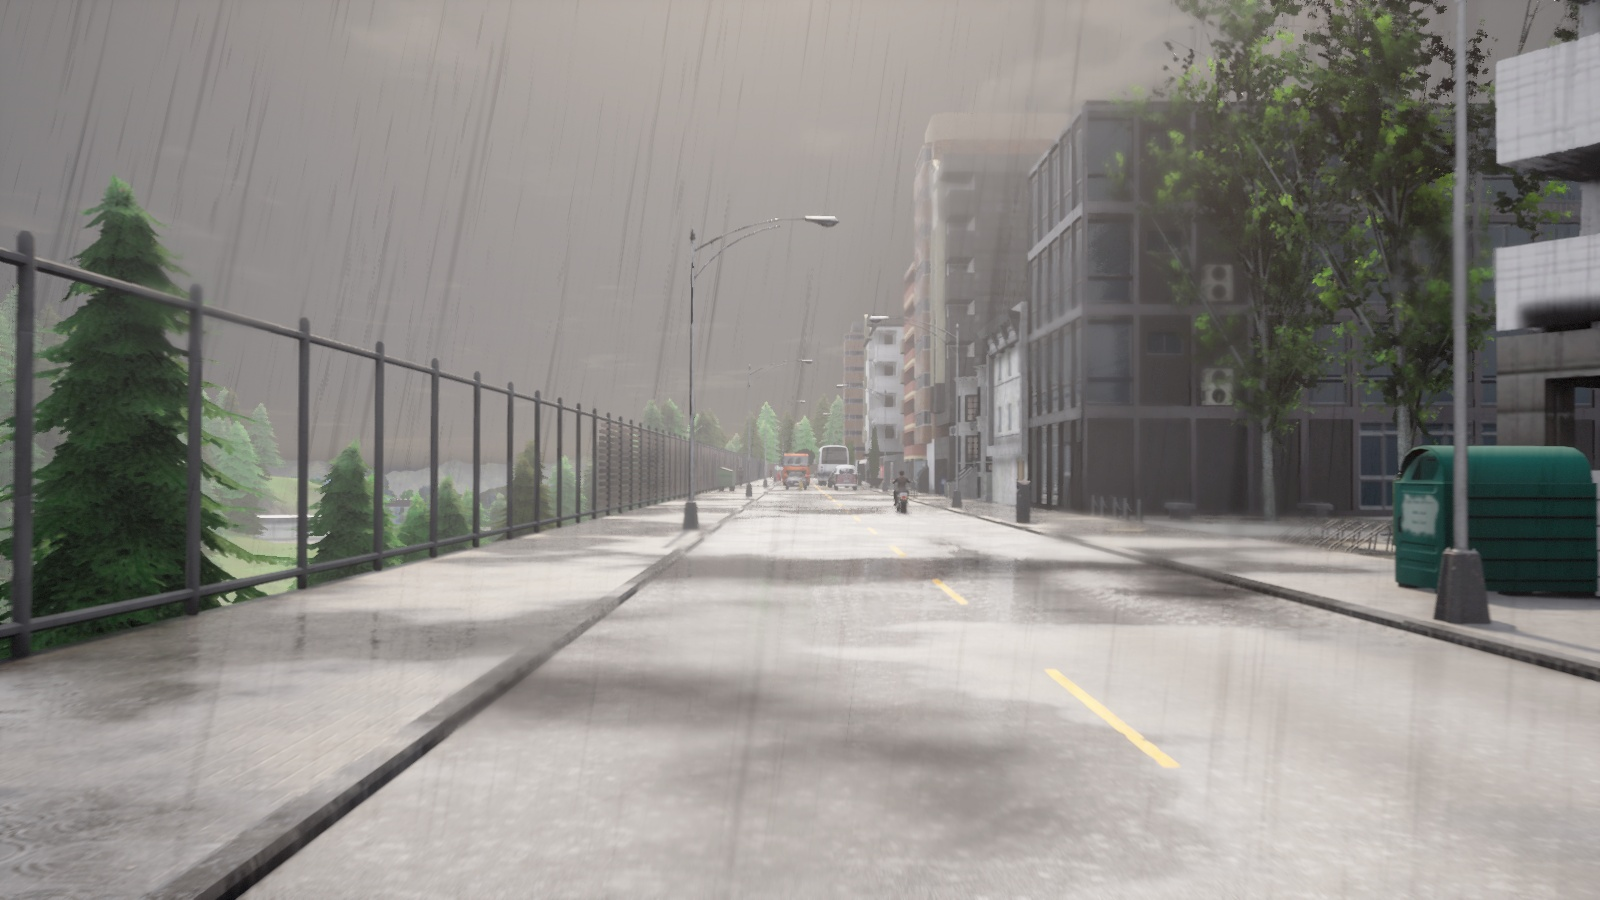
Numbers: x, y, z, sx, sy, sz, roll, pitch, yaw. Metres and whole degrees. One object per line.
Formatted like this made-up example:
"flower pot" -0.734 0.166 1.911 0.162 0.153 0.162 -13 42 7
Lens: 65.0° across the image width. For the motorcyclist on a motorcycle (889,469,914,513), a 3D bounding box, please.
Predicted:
"motorcyclist on a motorcycle" 3.864 1.542 47.948 0.766 1.649 2.350 0 -1 0
